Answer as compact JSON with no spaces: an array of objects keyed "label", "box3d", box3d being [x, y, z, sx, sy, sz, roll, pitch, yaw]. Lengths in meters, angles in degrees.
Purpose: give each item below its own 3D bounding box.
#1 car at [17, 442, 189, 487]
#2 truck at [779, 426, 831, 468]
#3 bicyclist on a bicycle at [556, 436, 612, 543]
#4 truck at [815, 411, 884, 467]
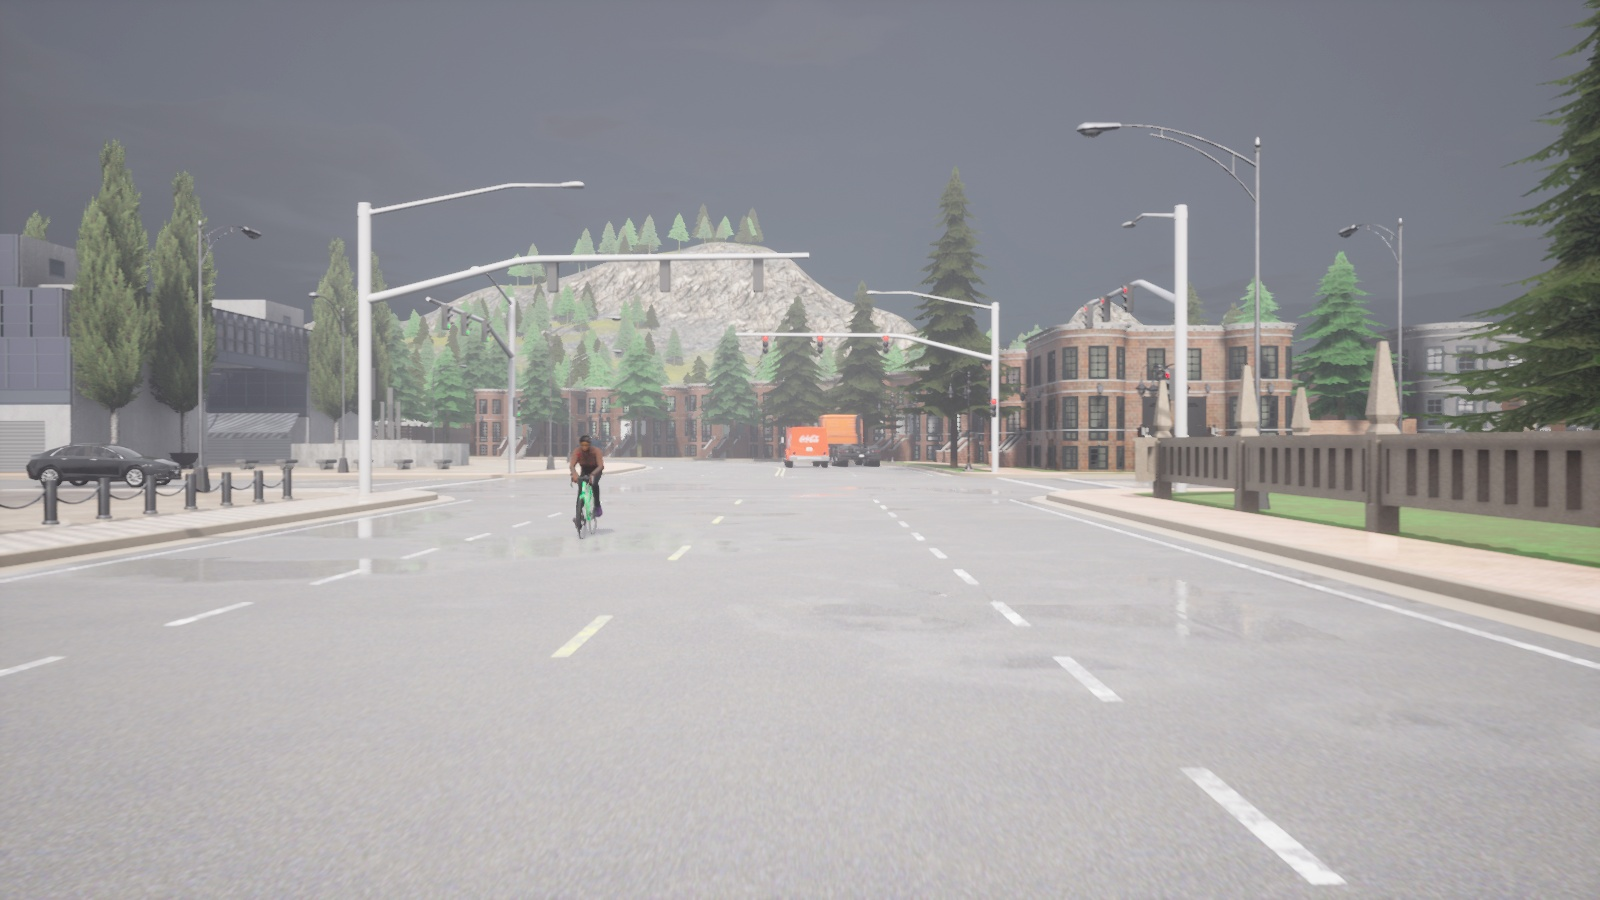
[{"label":"car","box3d":[-23.843,0.489,43.065,4.892,1.490,1.837,0,0,0]},{"label":"truck","box3d":[0.251,-0.174,77.048,2.627,2.467,5.204,0,0,-7]},{"label":"bicyclist on a bicycle","box3d":[-3.372,0.585,19.744,0.582,1.620,1.656,0,1,0]},{"label":"truck","box3d":[3.092,-0.691,81.233,2.891,3.462,7.936,0,0,-10]}]
